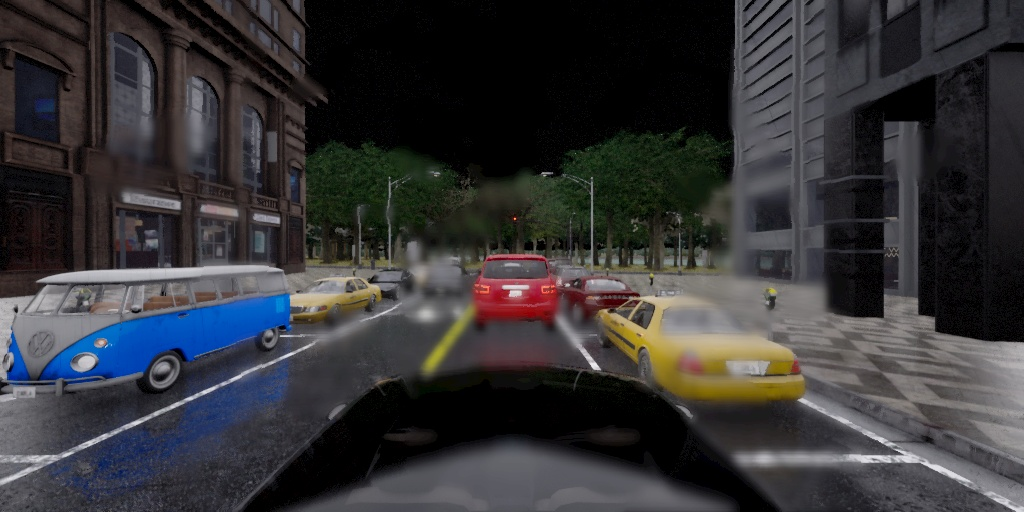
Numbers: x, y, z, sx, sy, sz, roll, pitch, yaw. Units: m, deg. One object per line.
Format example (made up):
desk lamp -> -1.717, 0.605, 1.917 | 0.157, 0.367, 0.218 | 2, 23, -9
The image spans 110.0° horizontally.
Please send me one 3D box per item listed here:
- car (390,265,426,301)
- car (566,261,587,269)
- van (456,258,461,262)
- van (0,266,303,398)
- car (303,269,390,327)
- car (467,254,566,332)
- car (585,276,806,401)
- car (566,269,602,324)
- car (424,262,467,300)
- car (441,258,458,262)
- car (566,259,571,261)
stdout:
car -> -5.757, 1.317, 17.211 | 1.948, 1.339, 4.313 | 0, 0, 0
car -> 2.768, 1.190, 17.208 | 1.967, 1.591, 4.097 | 0, 0, 0
van -> -5.751, 1.095, 33.524 | 1.690, 1.789, 3.998 | 0, 0, 0
van -> -5.761, 1.091, 6.336 | 1.690, 1.789, 3.998 | 0, 0, 0
car -> -5.759, 1.276, 11.604 | 1.751, 1.417, 4.829 | 0, 0, 0
car -> 0.106, 0.972, 11.029 | 2.150, 2.045, 5.566 | 0, 0, 0
car -> 2.764, 1.275, 6.503 | 1.751, 1.417, 4.829 | 0, 0, 0
car -> 2.766, 1.295, 11.771 | 1.888, 1.381, 4.507 | 0, 0, 0
car -> -3.082, 1.255, 17.942 | 1.837, 1.490, 4.892 | 0, 0, 0
car -> -5.753, 1.193, 28.086 | 1.967, 1.591, 4.097 | 0, 0, 0
car -> 2.770, 1.066, 22.646 | 2.192, 1.841, 5.009 | 0, 0, 0
